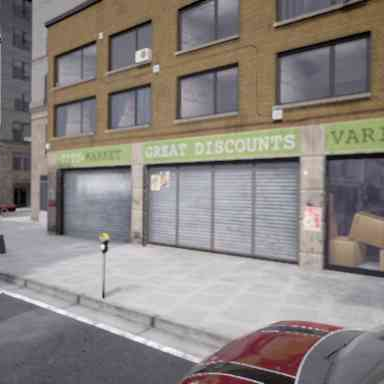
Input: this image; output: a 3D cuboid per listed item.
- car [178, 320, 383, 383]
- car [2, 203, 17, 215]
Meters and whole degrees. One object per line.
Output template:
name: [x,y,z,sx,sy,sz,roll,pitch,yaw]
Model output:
car: [1.684,1.440,1.868,4.097,1.590,1.967,0,1,35]
car: [-17.953,1.412,28.771,1.895,1.301,4.718,1,1,34]
